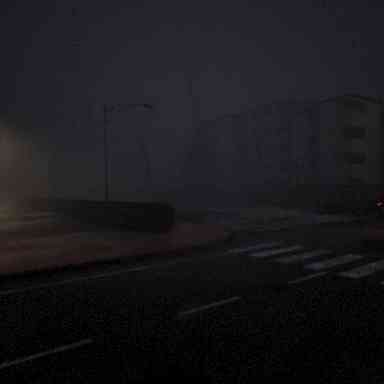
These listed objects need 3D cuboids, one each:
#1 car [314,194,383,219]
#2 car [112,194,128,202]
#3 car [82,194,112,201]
[{"bbox_3d":[10.430,0.899,22.148,2.128,1.511,4.902,-4,2,-29],"label":"car"},{"bbox_3d":[-10.237,0.990,44.177,2.128,1.511,4.902,-2,1,-36],"label":"car"},{"bbox_3d":[-11.938,1.079,40.564,1.882,1.535,5.008,-2,1,-36],"label":"car"}]
